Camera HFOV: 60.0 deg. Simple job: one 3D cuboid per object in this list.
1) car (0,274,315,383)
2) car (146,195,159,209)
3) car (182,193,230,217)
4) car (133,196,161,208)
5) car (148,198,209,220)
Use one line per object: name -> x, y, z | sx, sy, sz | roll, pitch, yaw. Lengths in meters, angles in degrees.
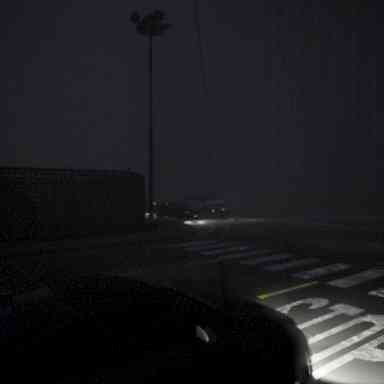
car -> -0.709, 1.561, 3.250 | 4.181, 1.385, 1.994 | 0, 0, -35
car -> -4.540, 1.251, 38.132 | 2.097, 1.767, 4.553 | 0, 0, -36
car -> 1.035, 1.121, 30.334 | 2.150, 2.045, 5.566 | 0, 0, -36
car -> -6.393, 1.394, 47.081 | 1.837, 1.490, 4.892 | 0, 0, -36
car -> -1.290, 1.455, 27.572 | 2.033, 1.411, 5.357 | 0, 0, -36
